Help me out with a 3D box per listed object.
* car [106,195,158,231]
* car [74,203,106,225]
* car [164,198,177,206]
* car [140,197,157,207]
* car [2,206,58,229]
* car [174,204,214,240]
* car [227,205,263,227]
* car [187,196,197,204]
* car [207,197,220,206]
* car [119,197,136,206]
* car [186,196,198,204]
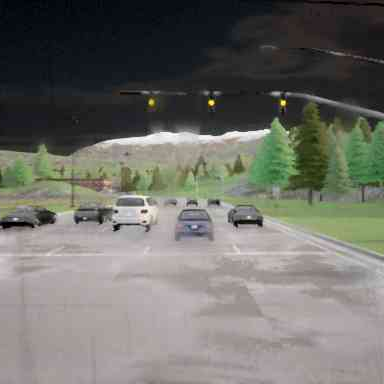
[{"bbox_3d":[-3.393,1.227,20.656,2.150,2.045,5.566,0,0,0],"label":"car"},{"bbox_3d":[-6.891,1.497,23.867,2.128,1.511,4.902,0,0,0],"label":"car"},{"bbox_3d":[-3.482,1.614,53.987,1.895,1.301,4.718,0,0,0],"label":"car"},{"bbox_3d":[-6.982,1.561,53.758,2.033,1.411,5.357,0,0,0],"label":"car"},{"bbox_3d":[-10.392,1.570,21.618,1.994,1.385,4.181,0,0,0],"label":"car"},{"bbox_3d":[0.107,1.551,16.900,2.033,1.411,5.357,0,0,0],"label":"car"},{"bbox_3d":[3.608,1.569,23.081,1.994,1.385,4.181,0,0,0],"label":"car"},{"bbox_3d":[0.022,1.490,64.147,1.882,1.535,5.008,0,0,0],"label":"car"},{"bbox_3d":[3.518,1.490,53.875,1.882,1.535,5.008,0,0,0],"label":"car"},{"bbox_3d":[-10.482,1.577,54.391,1.994,1.385,4.181,0,0,0],"label":"car"},{"bbox_3d":[0.018,1.538,53.928,1.812,1.442,4.674,0,0,0],"label":"car"}]
